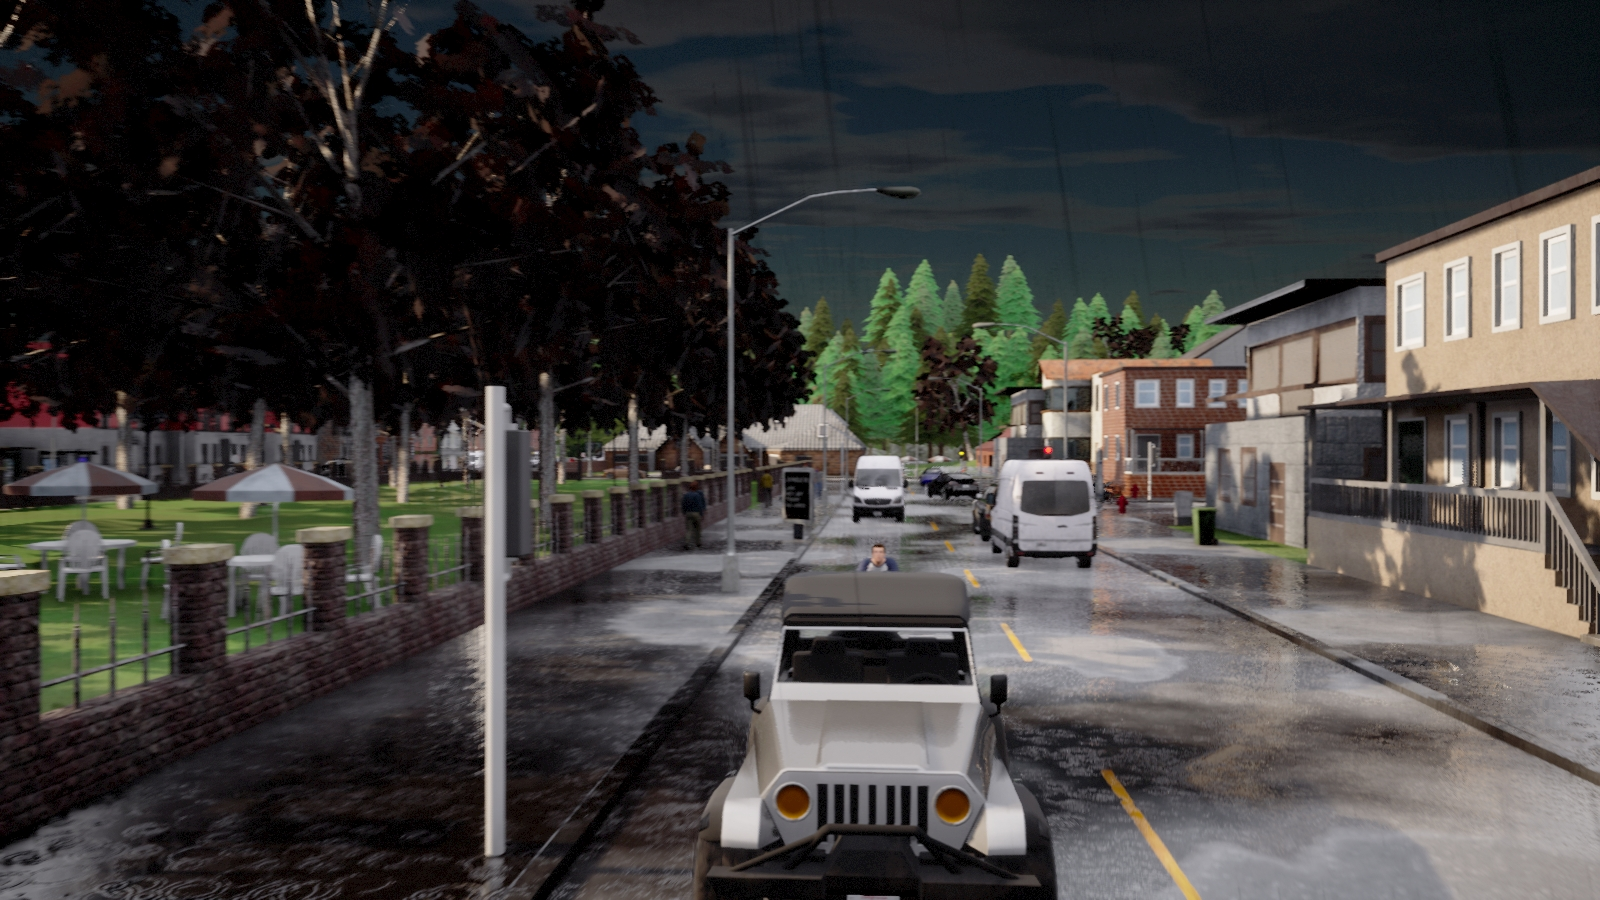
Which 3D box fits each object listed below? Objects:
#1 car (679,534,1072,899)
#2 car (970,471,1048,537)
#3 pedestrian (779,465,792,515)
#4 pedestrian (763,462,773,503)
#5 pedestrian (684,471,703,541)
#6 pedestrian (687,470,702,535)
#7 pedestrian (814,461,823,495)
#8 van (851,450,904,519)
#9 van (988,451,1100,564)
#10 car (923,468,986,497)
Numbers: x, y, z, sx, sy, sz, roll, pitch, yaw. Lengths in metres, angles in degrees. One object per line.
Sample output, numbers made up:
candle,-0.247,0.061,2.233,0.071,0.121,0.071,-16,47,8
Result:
car,0.494,1.634,7.486,1.905,1.878,3.866,0,0,4
car,6.493,1.633,35.966,1.932,1.855,4.605,0,0,4
pedestrian,-0.553,1.506,43.247,0.375,1.860,0.375,0,0,19
pedestrian,-1.466,1.501,52.588,0.375,1.860,0.375,0,0,11
pedestrian,-2.877,1.509,30.762,0.375,1.860,0.375,0,0,21
pedestrian,-3.030,1.508,32.901,0.375,1.860,0.375,0,0,5
pedestrian,0.977,1.499,61.523,0.375,1.860,0.375,0,0,18
van,3.151,1.297,45.659,1.988,2.561,5.915,0,0,5
van,6.020,1.306,28.914,1.988,2.561,5.915,0,0,4
car,8.761,1.821,65.223,2.163,1.488,4.792,0,0,-10
